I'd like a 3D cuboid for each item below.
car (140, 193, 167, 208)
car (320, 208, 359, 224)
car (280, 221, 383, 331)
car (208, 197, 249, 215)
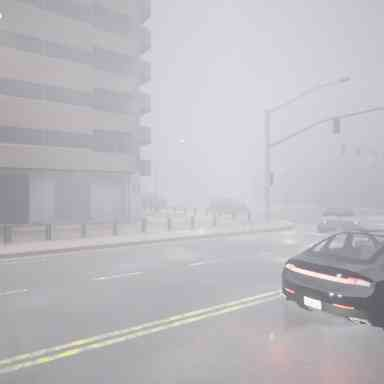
[{"bbox_3d":[-5.573,1.169,46.616,2.150,2.045,5.566,0,0,-34],"label":"car"},{"bbox_3d":[8.317,1.588,18.731,1.895,1.301,4.718,0,0,23],"label":"car"},{"bbox_3d":[3.848,1.492,6.486,4.902,1.511,2.128,0,0,-35],"label":"car"},{"bbox_3d":[3.625,1.296,33.370,2.097,1.767,4.553,0,0,-35],"label":"car"}]
